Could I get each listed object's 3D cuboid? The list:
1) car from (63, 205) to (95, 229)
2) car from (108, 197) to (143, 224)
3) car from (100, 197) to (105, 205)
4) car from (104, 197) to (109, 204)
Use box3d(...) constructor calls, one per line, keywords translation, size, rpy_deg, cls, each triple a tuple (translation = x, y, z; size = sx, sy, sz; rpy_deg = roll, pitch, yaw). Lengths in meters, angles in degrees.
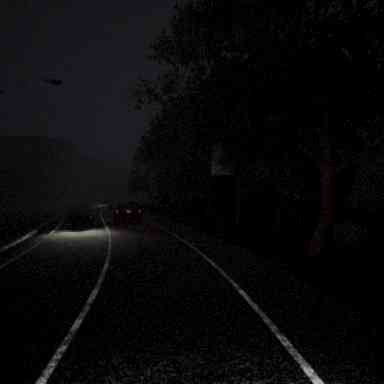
box3d(translation=(-7.976, 1.661, 23.685), size=(1.882, 1.535, 5.008), rpy_deg=(-2, 0, -17), cls="car")
box3d(translation=(-5.122, 1.444, 25.856), size=(2.097, 1.767, 4.553), rpy_deg=(-2, 0, -16), cls="car")
box3d(translation=(-16.309, 1.708, 63.839), size=(1.812, 1.442, 4.674), rpy_deg=(-1, 0, -3), cls="car")
box3d(translation=(-9.632, 1.659, 42.148), size=(2.128, 1.511, 4.902), rpy_deg=(-1, 0, -14), cls="car")
